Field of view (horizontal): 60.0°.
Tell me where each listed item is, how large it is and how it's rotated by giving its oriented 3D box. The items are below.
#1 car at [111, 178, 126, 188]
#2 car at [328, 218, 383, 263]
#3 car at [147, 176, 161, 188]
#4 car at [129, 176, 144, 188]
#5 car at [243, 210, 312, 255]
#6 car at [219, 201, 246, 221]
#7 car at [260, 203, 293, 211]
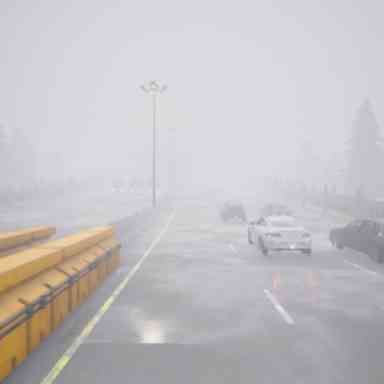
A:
[{"bbox_3d":[-14.289,-1.801,64.724,2.097,1.767,4.553,0,6,0],"label":"car"},{"bbox_3d":[7.005,1.687,12.491,2.033,1.411,5.357,0,-1,0],"label":"car"},{"bbox_3d":[-7.293,-1.922,64.658,2.150,2.045,5.566,0,6,0],"label":"car"},{"bbox_3d":[-10.789,-1.922,64.643,2.150,2.045,5.566,0,6,0],"label":"car"},{"bbox_3d":[3.512,1.680,13.878,1.812,1.442,4.674,0,0,0],"label":"car"},{"bbox_3d":[3.433,1.542,28.383,1.837,1.490,4.892,0,3,0],"label":"car"},{"bbox_3d":[6.930,1.614,27.459,2.033,1.411,5.357,0,2,0],"label":"car"}]
